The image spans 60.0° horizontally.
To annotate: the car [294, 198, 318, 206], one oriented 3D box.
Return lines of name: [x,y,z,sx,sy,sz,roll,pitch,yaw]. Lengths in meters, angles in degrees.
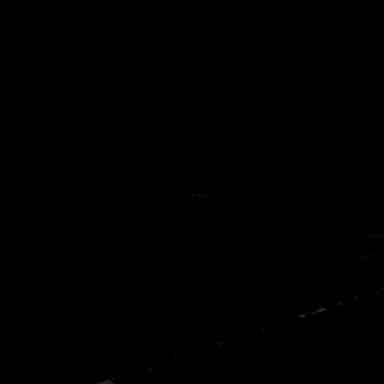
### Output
car: [21.059,1.788,61.561,1.812,1.442,4.674,0,0,-35]

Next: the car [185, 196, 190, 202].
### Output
car: [-0.036,1.893,91.165,1.837,1.490,4.892,0,0,-35]
